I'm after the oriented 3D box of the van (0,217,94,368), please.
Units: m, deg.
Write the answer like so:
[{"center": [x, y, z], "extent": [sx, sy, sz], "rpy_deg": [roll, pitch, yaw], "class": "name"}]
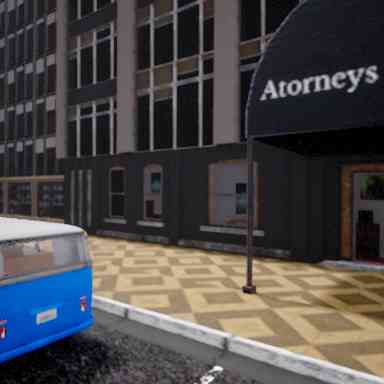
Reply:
[{"center": [-3.320, 1.296, 5.220], "extent": [3.998, 1.788, 1.690], "rpy_deg": [1, 0, 35], "class": "van"}]
